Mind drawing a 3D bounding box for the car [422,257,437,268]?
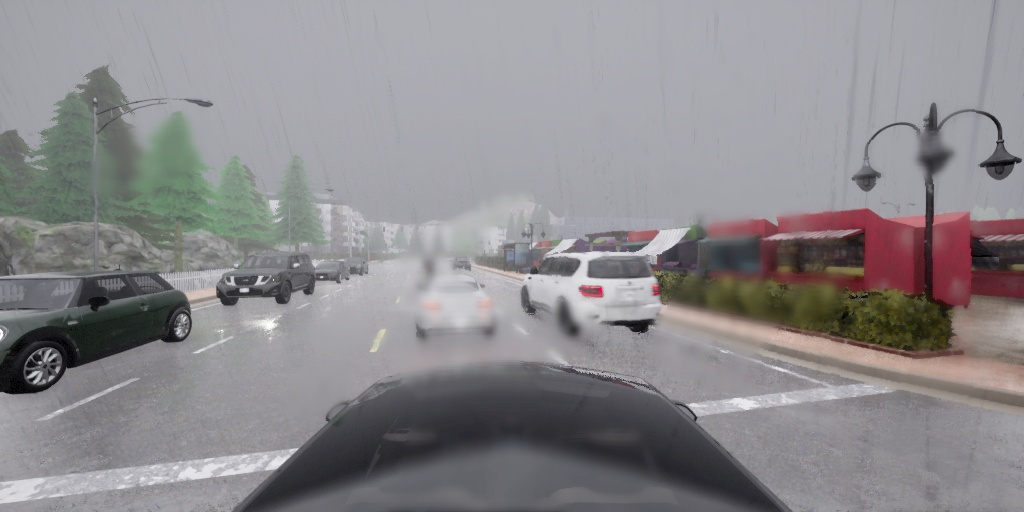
[{"bbox_3d":[-11.681,0.903,50.825,1.837,1.490,4.892,0,0,-14],"label":"car"}]

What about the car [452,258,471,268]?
[{"bbox_3d":[-5.962,0.966,42.361,1.837,1.490,4.892,0,1,-14],"label":"car"}]

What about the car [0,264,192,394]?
[{"bbox_3d":[-8.115,1.076,6.332,2.097,1.767,4.553,0,0,-13],"label":"car"}]

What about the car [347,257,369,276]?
[{"bbox_3d":[-14.730,0.877,33.312,2.097,1.767,4.553,0,0,-14],"label":"car"}]

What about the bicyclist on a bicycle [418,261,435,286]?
[{"bbox_3d":[-4.626,1.079,19.737,0.582,1.620,1.656,0,1,24],"label":"bicyclist on a bicycle"}]

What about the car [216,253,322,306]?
[{"bbox_3d":[-10.412,0.876,15.741,2.150,2.045,5.566,0,0,-14],"label":"car"}]

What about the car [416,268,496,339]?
[{"bbox_3d":[-1.631,1.224,9.936,1.812,1.442,4.674,0,0,-13],"label":"car"}]

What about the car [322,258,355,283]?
[{"bbox_3d":[-12.778,1.089,25.345,1.837,1.490,4.892,0,0,-14],"label":"car"}]

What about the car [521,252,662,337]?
[{"bbox_3d":[1.924,0.917,10.412,2.150,2.045,5.566,0,0,-14],"label":"car"}]
